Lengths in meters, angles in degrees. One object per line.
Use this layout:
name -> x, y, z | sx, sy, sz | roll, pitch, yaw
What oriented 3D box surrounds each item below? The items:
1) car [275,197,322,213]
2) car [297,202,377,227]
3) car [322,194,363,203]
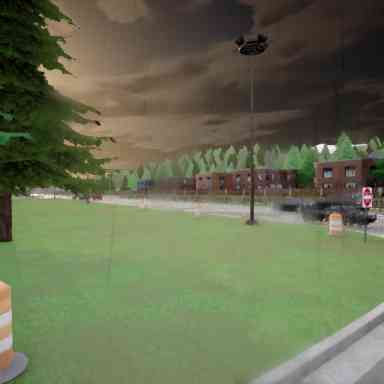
car -> 10.862, 1.354, 35.082 | 2.097, 1.767, 4.553 | 0, 0, -30
car -> 9.833, 1.603, 22.700 | 1.895, 1.301, 4.718 | 0, 0, -30
car -> 15.287, 1.223, 34.370 | 2.150, 2.045, 5.566 | 0, 0, -30
